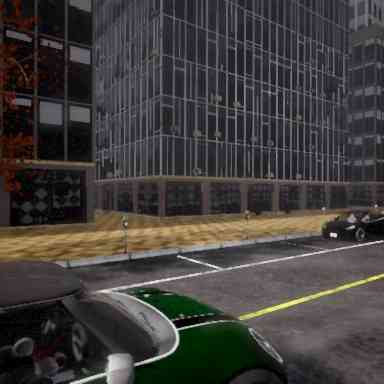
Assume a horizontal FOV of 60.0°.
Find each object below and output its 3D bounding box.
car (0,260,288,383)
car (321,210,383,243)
[{"bbox_3d":[-1.339,1.351,2.479,4.553,1.767,2.097,0,0,-35],"label":"car"},{"bbox_3d":[8.140,1.563,16.226,4.313,1.339,1.947,0,0,-36],"label":"car"}]
